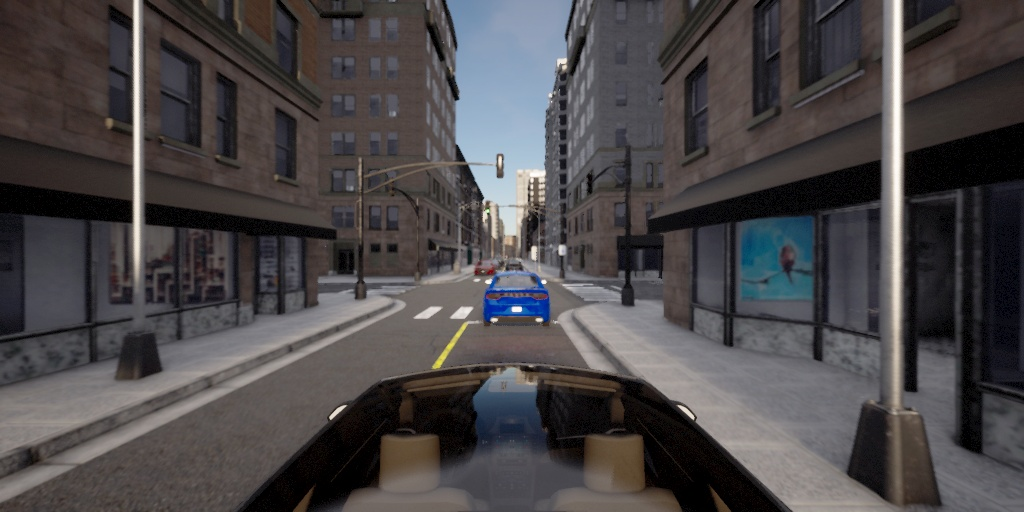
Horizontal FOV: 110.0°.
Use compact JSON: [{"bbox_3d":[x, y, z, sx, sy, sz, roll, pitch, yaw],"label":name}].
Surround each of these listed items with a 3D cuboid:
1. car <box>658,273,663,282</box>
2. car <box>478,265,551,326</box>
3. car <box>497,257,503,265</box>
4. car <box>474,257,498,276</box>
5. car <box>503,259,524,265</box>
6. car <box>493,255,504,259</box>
[{"bbox_3d":[12.446,1.284,24.921,4.313,1.339,1.948,0,0,0],"label":"car"},{"bbox_3d":[0.134,1.214,11.649,1.882,1.535,5.008,0,0,0],"label":"car"},{"bbox_3d":[-2.657,1.235,50.292,1.812,1.442,4.674,0,0,1],"label":"car"},{"bbox_3d":[-2.727,1.191,36.452,1.882,1.535,5.008,0,0,0],"label":"car"},{"bbox_3d":[0.228,1.217,38.555,1.837,1.490,4.892,0,0,0],"label":"car"},{"bbox_3d":[-2.547,0.930,64.756,2.150,2.045,5.566,0,1,1],"label":"car"}]
